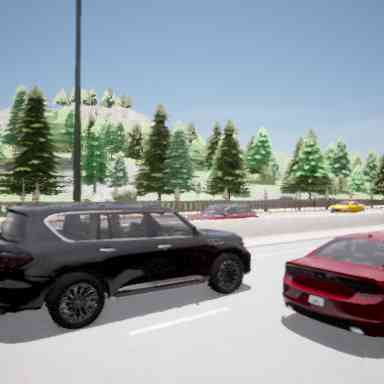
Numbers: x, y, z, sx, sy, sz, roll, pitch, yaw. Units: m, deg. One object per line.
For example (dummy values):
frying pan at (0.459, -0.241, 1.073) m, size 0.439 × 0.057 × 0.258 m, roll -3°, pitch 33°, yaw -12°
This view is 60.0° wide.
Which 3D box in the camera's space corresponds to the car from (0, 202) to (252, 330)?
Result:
car at (-1.212, 1.248, 7.183) m, size 5.566 × 2.045 × 2.150 m, roll 1°, pitch 0°, yaw -36°

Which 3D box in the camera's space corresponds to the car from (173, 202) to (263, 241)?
car at (1.484, 1.452, 17.945) m, size 4.553 × 1.767 × 2.097 m, roll 1°, pitch 0°, yaw -35°

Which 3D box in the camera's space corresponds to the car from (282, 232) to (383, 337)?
car at (3.923, 1.537, 6.546) m, size 5.008 × 1.535 × 1.882 m, roll 1°, pitch 0°, yaw -36°
